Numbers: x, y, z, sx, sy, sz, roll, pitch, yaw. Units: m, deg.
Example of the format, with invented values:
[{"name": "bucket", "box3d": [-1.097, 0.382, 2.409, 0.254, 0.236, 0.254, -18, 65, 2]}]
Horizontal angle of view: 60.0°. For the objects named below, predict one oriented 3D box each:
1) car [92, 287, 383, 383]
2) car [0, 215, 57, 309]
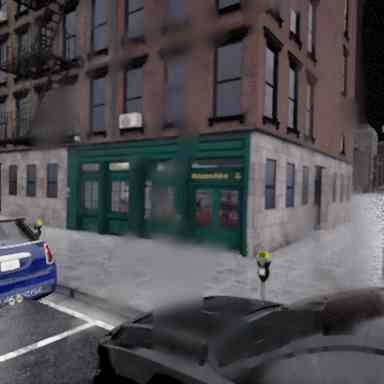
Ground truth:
[{"name": "car", "box3d": [1.397, 1.475, 2.276, 5.008, 1.535, 1.882, 2, 1, 35]}, {"name": "car", "box3d": [-4.829, 1.150, 6.352, 4.553, 1.767, 2.097, 2, 1, 27]}]
